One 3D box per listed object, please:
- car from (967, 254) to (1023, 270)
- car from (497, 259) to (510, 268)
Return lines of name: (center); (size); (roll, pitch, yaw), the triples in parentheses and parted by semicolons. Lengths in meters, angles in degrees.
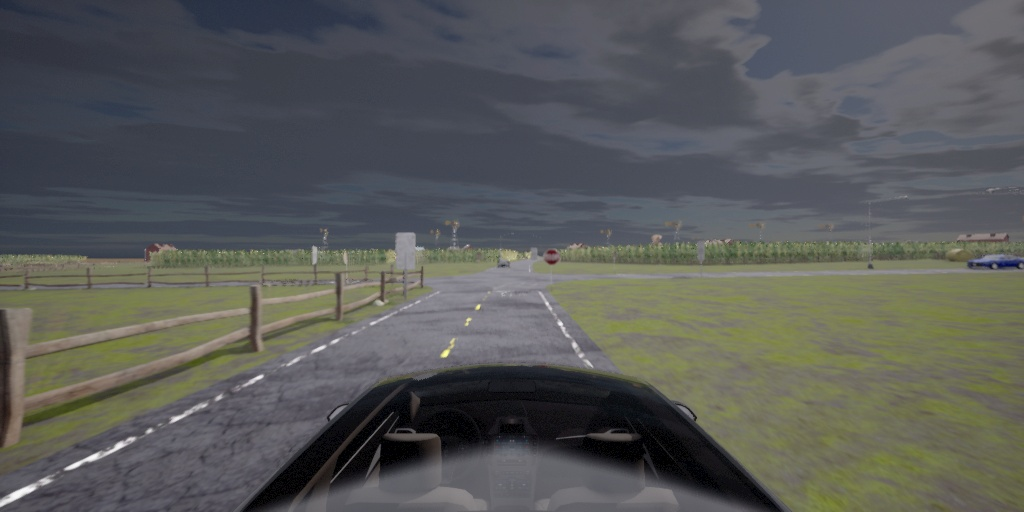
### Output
car: (50.586, 0.601, 37.472); (5.008, 1.535, 1.882); (-1, 0, -4)
car: (-1.320, 1.222, 58.489); (1.994, 1.385, 4.181); (0, 1, 3)
